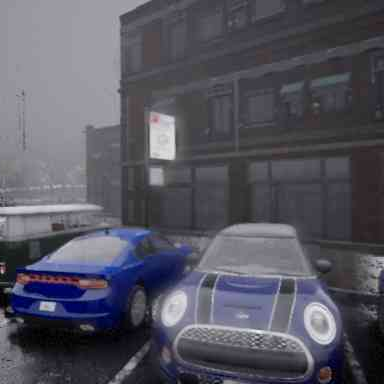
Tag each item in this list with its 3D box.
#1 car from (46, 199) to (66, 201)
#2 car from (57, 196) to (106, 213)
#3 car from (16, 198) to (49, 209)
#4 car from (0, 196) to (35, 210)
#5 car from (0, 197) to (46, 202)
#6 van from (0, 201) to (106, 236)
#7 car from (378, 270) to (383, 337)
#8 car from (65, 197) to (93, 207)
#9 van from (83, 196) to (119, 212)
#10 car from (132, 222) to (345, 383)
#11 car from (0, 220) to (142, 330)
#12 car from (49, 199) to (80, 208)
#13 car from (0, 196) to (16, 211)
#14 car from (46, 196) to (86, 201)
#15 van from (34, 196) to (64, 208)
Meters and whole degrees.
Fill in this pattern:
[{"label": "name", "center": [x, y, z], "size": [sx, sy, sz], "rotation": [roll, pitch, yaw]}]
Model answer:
[{"label": "car", "center": [-17.545, 1.867, 38.190], "size": [4.792, 1.488, 2.163], "rotation": [0, 0, 14]}, {"label": "car", "center": [-14.234, 1.591, 43.105], "size": [5.566, 2.045, 2.435], "rotation": [0, 0, 14]}, {"label": "car", "center": [-26.461, 1.884, 55.304], "size": [4.553, 1.767, 2.185], "rotation": [-1, -1, 14]}, {"label": "car", "center": [-28.096, 1.755, 52.790], "size": [5.566, 2.045, 2.435], "rotation": [-1, -1, 14]}, {"label": "car", "center": [-19.145, 1.585, 35.751], "size": [5.566, 2.045, 2.435], "rotation": [0, 0, 14]}, {"label": "van", "center": [-3.823, 1.338, 9.033], "size": [1.878, 1.987, 4.442], "rotation": [-1, -1, 15]}, {"label": "car", "center": [3.484, 1.518, 3.677], "size": [2.002, 1.452, 4.674], "rotation": [0, -1, 16]}, {"label": "car", "center": [-21.327, 1.889, 62.783], "size": [4.553, 1.767, 2.185], "rotation": [-1, -1, 14]}, {"label": "van", "center": [-12.437, 1.620, 45.533], "size": [4.442, 1.987, 1.878], "rotation": [0, 0, 14]}, {"label": "car", "center": [1.055, 1.381, 5.455], "size": [2.185, 1.767, 4.553], "rotation": [0, -1, 15]}, {"label": "car", "center": [-1.411, 1.534, 7.166], "size": [2.097, 1.535, 5.008], "rotation": [-1, -1, 16]}, {"label": "car", "center": [-23.052, 2.015, 60.303], "size": [4.892, 1.521, 2.231], "rotation": [-1, -1, 14]}, {"label": "car", "center": [-29.842, 1.754, 50.277], "size": [5.566, 2.045, 2.435], "rotation": [-1, -1, 14]}, {"label": "car", "center": [-15.891, 1.589, 40.653], "size": [5.566, 2.045, 2.435], "rotation": [0, 0, 14]}, {"label": "van", "center": [-24.856, 1.788, 57.820], "size": [4.442, 1.987, 1.878], "rotation": [-1, -1, 14]}]
